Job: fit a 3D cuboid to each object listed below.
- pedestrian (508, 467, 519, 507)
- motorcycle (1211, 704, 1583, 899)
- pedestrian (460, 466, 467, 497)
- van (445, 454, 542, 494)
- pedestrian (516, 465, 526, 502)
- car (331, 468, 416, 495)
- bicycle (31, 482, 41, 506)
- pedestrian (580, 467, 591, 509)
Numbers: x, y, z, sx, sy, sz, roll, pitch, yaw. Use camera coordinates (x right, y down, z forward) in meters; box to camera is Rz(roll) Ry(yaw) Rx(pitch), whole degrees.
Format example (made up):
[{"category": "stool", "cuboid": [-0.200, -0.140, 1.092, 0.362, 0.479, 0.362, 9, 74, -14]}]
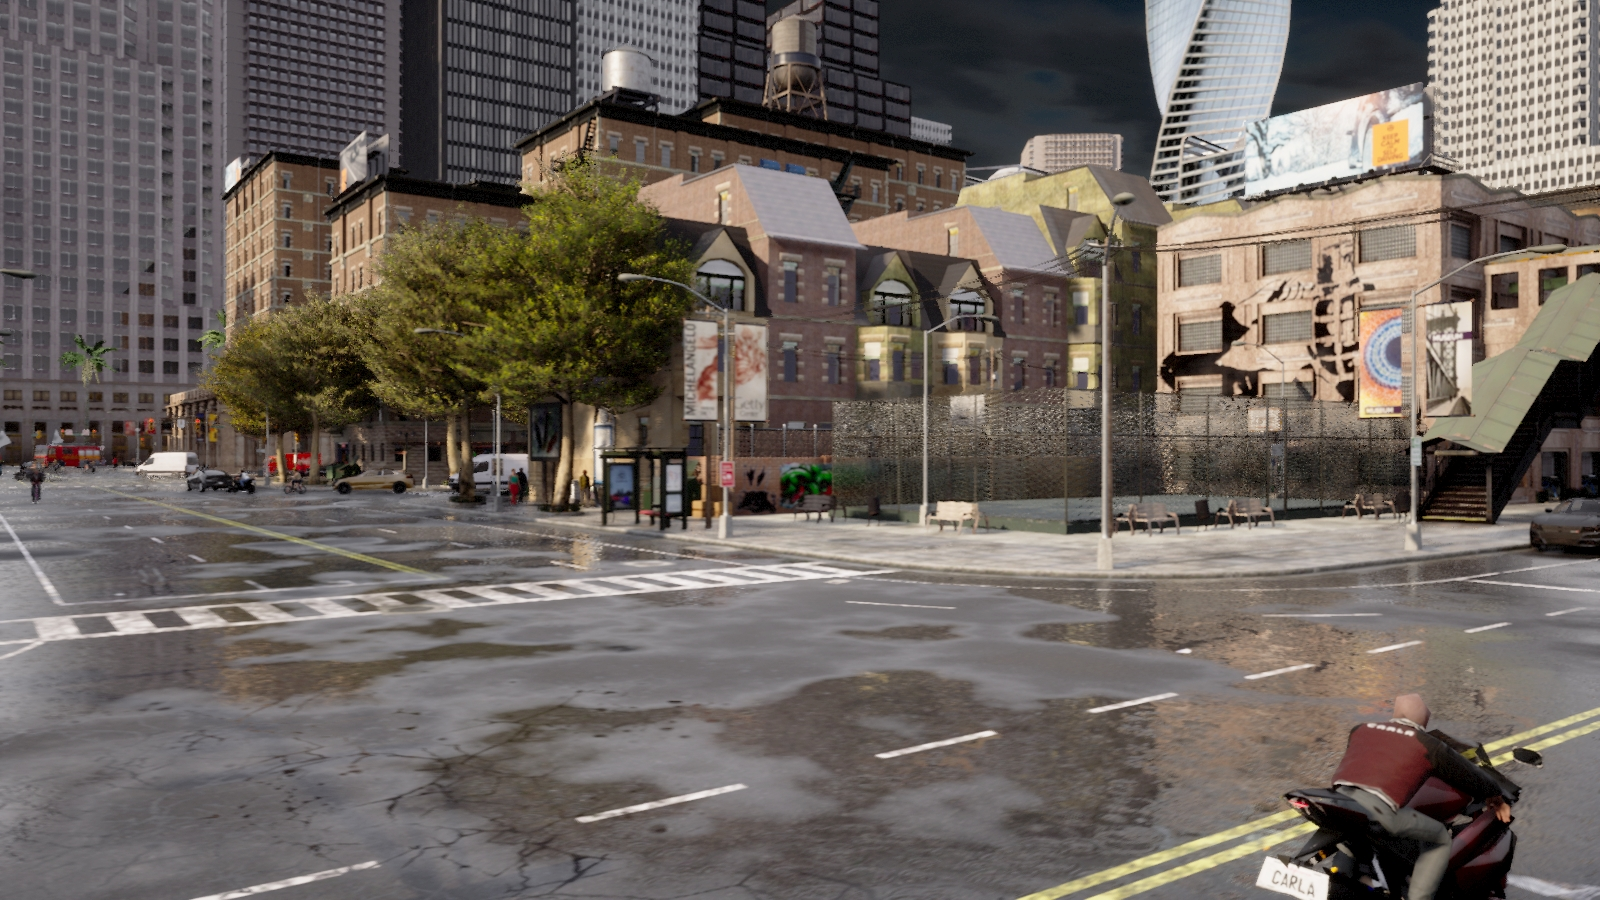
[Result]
[{"category": "pedestrian", "cuboid": [-13.322, 1.711, 53.105, 0.375, 1.860, 0.375, 0, 0, -30]}, {"category": "motorcycle", "cuboid": [3.244, 2.209, 6.116, 2.209, 1.251, 0.867, 0, 0, -36]}, {"category": "pedestrian", "cuboid": [-20.191, 1.862, 68.483, 0.375, 1.860, 0.375, 0, 0, -22]}, {"category": "van", "cuboid": [-20.475, 1.551, 76.454, 5.915, 2.561, 1.988, 0, 0, -35]}, {"category": "pedestrian", "cuboid": [-14.183, 1.710, 58.054, 0.375, 1.860, 0.375, 0, 0, -29]}, {"category": "car", "cuboid": [-27.259, 2.005, 73.202, 5.027, 1.651, 2.152, 0, 0, -19]}, {"category": "bicycle", "cuboid": [-38.784, 2.214, 58.018, 0.329, 1.171, 1.835, 0, 0, -36]}, {"category": "pedestrian", "cuboid": [-9.693, 1.709, 51.539, 0.375, 1.860, 0.375, 0, 0, -34]}]
